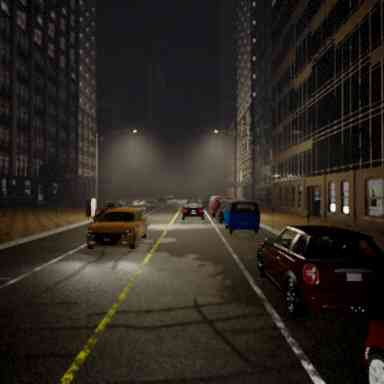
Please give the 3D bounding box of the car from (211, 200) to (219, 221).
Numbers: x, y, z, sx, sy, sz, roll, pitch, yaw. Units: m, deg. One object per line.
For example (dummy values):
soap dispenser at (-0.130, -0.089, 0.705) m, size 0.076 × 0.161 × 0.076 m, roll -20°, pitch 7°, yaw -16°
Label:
car at (2.698, 1.543, 24.383) m, size 2.008 × 1.369 × 4.403 m, roll 1°, pitch 0°, yaw 0°

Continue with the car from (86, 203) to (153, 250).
car at (-3.100, 1.473, 14.608) m, size 1.882 × 1.535 × 5.008 m, roll 0°, pitch 0°, yaw 0°

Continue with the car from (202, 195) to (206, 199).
car at (2.701, 1.295, 46.948) m, size 2.192 × 1.841 × 5.009 m, roll 1°, pitch 0°, yaw 0°

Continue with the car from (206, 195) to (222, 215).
car at (2.700, 1.304, 30.024) m, size 2.192 × 1.841 × 5.009 m, roll 1°, pitch 0°, yaw 0°

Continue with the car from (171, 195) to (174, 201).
car at (-5.683, 1.494, 86.424) m, size 1.887 × 1.381 × 4.507 m, roll 1°, pitch 0°, yaw 0°

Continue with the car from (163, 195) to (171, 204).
car at (-5.683, 1.520, 63.854) m, size 2.008 × 1.369 × 4.403 m, roll 1°, pitch 0°, yaw 0°

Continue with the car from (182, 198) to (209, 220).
car at (0.100, 1.537, 28.377) m, size 2.033 × 1.411 × 5.357 m, roll 0°, pitch 0°, yaw 0°

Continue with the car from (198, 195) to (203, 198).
car at (0.100, 1.528, 45.771) m, size 2.033 × 1.411 × 5.357 m, roll 0°, pitch 0°, yaw 0°

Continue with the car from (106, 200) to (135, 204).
car at (-5.681, 1.432, 24.354) m, size 1.967 × 1.590 × 4.097 m, roll 1°, pitch 0°, yaw 0°

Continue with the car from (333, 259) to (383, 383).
car at (2.698, 1.544, 1.817) m, size 1.887 × 1.381 × 4.507 m, roll 0°, pitch 0°, yaw 0°

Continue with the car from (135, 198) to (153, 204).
car at (-5.682, 1.537, 35.640) m, size 2.008 × 1.369 × 4.403 m, roll 1°, pitch 0°, yaw 0°

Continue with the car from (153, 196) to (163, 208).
car at (-5.683, 1.530, 46.925) m, size 2.008 × 1.369 × 4.403 m, roll 1°, pitch 0°, yaw 0°

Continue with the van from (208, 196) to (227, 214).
van at (2.700, 1.327, 35.666) m, size 1.690 × 1.788 × 3.998 m, roll 1°, pitch 0°, yaw 0°

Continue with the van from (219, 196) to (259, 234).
van at (2.700, 1.336, 18.741) m, size 1.690 × 1.788 × 3.998 m, roll 1°, pitch 0°, yaw 0°

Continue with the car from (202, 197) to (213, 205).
car at (2.697, 1.555, 58.231) m, size 1.802 × 1.307 × 4.206 m, roll 1°, pitch 0°, yaw 0°

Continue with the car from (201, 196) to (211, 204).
car at (2.698, 1.494, 64.042) m, size 1.752 × 1.417 × 4.829 m, roll 1°, pitch 0°, yaw 0°

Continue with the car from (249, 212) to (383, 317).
car at (2.699, 1.438, 7.459) m, size 1.967 × 1.590 × 4.097 m, roll 0°, pitch 0°, yaw 0°
